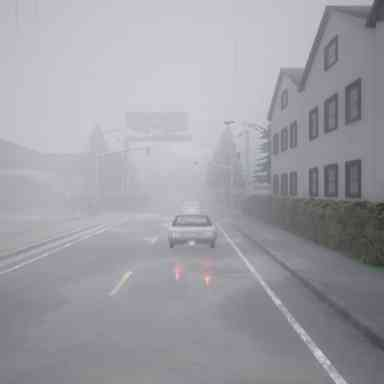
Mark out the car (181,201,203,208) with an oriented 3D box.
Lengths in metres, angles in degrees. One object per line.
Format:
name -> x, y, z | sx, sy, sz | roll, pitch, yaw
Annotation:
car -> 0.000, 1.531, 29.650 | 1.812, 1.442, 4.674 | 0, 0, 0

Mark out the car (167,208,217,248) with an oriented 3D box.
car -> 0.000, 1.614, 14.680 | 1.895, 1.301, 4.718 | 0, 0, 0

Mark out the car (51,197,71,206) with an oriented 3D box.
car -> -22.171, 1.669, 58.170 | 4.611, 1.667, 2.242 | 0, 0, 0
